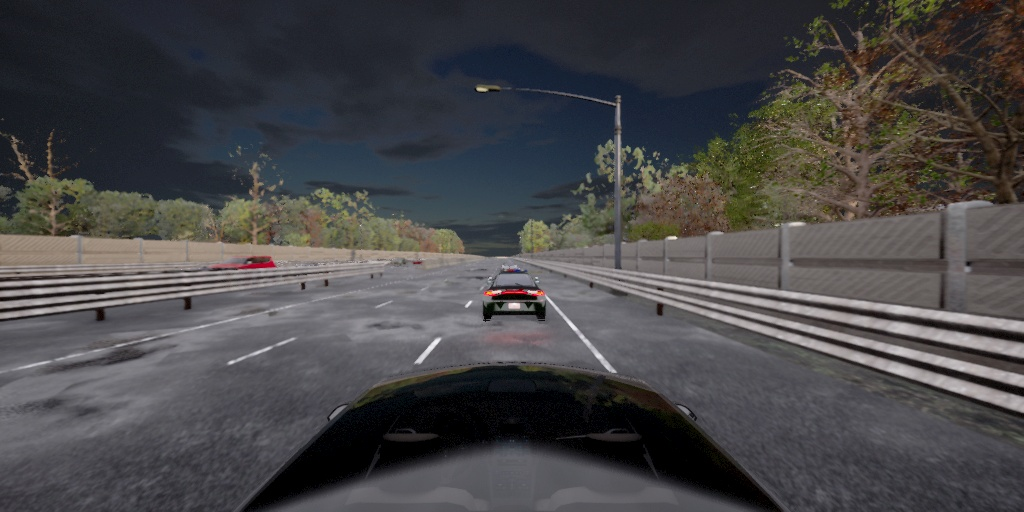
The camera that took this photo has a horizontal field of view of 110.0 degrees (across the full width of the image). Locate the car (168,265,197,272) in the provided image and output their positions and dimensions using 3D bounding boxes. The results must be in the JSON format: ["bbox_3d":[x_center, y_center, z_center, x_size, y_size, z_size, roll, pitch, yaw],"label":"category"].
[{"bbox_3d":[-24.835,1.360,28.892,1.895,1.301,4.718,0,0,0],"label":"car"}]

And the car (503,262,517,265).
[{"bbox_3d":[-0.324,1.362,44.505,1.895,1.301,4.718,0,0,-1],"label":"car"}]

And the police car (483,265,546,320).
[{"bbox_3d":[0.060,1.256,12.703,2.038,1.542,4.974,0,0,0],"label":"police car"}]

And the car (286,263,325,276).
[{"bbox_3d":[-17.836,1.322,31.111,1.994,1.385,4.181,0,0,0],"label":"car"}]

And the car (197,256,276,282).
[{"bbox_3d":[-21.338,0.980,28.509,2.150,2.045,5.566,0,0,0],"label":"car"}]
